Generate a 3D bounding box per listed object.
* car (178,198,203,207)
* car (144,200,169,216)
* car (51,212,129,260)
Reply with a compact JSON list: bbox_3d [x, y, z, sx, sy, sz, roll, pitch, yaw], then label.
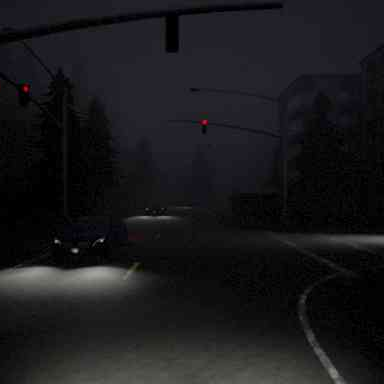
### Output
[{"bbox_3d":[-0.070,1.544,50.642,2.033,1.411,5.357,0,0,27],"label":"car"},{"bbox_3d":[-3.369,1.523,32.700,1.812,1.442,4.674,0,0,2],"label":"car"},{"bbox_3d":[-3.578,1.525,12.518,1.812,1.442,4.674,0,0,0],"label":"car"}]
